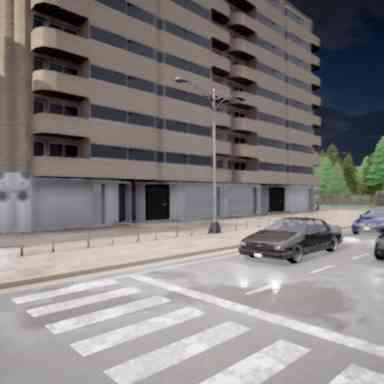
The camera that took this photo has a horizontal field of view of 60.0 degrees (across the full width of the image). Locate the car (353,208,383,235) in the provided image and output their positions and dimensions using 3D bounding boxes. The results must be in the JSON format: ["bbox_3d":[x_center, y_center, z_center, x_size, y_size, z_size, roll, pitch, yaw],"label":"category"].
[{"bbox_3d":[10.903,1.680,19.222,4.674,1.442,1.812,0,-1,-44],"label":"car"}]

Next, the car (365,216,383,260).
[{"bbox_3d":[8.035,1.647,11.708,4.181,1.385,1.994,0,-1,-43],"label":"car"}]

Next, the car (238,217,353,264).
[{"bbox_3d":[4.028,1.681,12.753,2.033,1.411,5.357,-1,-1,45],"label":"car"}]
